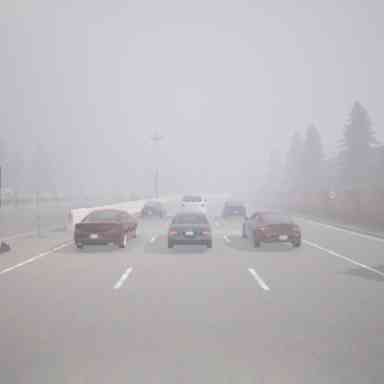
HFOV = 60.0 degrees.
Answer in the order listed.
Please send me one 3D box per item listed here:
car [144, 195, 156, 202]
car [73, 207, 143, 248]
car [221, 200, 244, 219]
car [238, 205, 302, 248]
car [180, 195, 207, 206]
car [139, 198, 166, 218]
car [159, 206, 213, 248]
[{"bbox_3d":[-9.342,1.449,74.702,1.882,1.535,5.008,0,0,1],"label":"car"},{"bbox_3d":[-3.599,1.482,14.676,1.882,1.535,5.008,0,0,0],"label":"car"},{"bbox_3d":[3.606,1.482,29.363,1.882,1.535,5.008,0,0,1],"label":"car"},{"bbox_3d":[3.401,1.530,14.712,1.812,1.442,4.674,0,0,0],"label":"car"},{"bbox_3d":[0.108,1.255,29.475,2.150,2.045,5.566,0,0,1],"label":"car"},{"bbox_3d":[-3.392,1.530,29.526,1.812,1.442,4.674,0,0,1],"label":"car"},{"bbox_3d":[-0.099,1.560,14.694,2.033,1.411,5.357,0,0,0],"label":"car"}]
